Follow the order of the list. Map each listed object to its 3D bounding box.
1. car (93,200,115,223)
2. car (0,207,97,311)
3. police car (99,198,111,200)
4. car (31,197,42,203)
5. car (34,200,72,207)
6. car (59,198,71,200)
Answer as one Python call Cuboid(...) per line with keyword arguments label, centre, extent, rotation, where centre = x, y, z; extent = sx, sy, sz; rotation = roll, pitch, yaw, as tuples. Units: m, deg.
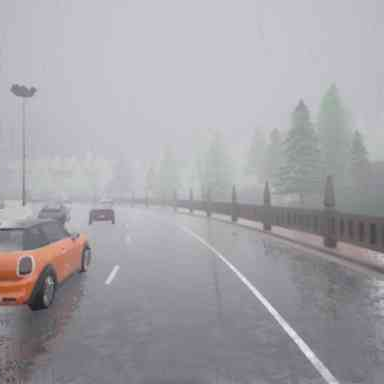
Cuboid(label="car", centre=(-7.216, 1.654, 26.720), extent=(1.882, 1.535, 5.008), rotation=(0, 0, -15))
Cuboid(label="car", centre=(-3.936, 1.414, 8.014), extent=(2.097, 1.767, 4.553), rotation=(0, 0, -4))
Cuboid(label="police car", centre=(-14.638, 1.793, 56.262), extent=(1.930, 1.638, 5.238), rotation=(0, 0, -31))
Cuboid(label="car", centre=(-39.518, 2.044, 83.501), extent=(5.008, 1.535, 1.882), rotation=(-1, 0, 40))
Cuboid(label="car", centre=(-10.559, 1.678, 25.714), extent=(2.128, 1.511, 4.902), rotation=(0, 0, -15))
Cuboid(label="car", centre=(-27.544, 1.931, 71.961), extent=(1.812, 1.442, 4.674), rotation=(0, 0, -42))
